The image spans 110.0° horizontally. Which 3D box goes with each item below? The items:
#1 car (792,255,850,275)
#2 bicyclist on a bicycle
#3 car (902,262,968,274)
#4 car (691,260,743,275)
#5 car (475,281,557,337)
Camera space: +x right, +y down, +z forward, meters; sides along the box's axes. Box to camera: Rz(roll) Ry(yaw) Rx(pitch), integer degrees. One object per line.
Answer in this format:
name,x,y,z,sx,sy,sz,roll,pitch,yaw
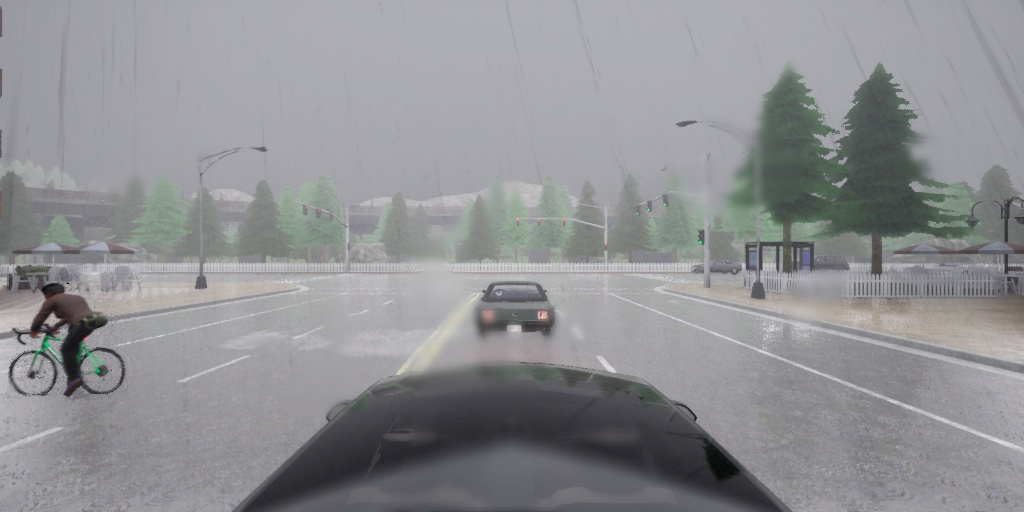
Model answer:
car,31.991,0.916,37.598,5.566,2.045,2.150,0,0,1
bicyclist on a bicycle,-6.357,1.205,5.113,1.656,1.620,0.582,-2,0,0
car,43.195,1.295,36.531,4.718,1.301,1.895,0,0,13
car,21.492,1.186,37.672,4.902,1.511,2.128,0,0,0
car,0.074,1.351,10.240,1.895,1.301,4.718,0,0,0
